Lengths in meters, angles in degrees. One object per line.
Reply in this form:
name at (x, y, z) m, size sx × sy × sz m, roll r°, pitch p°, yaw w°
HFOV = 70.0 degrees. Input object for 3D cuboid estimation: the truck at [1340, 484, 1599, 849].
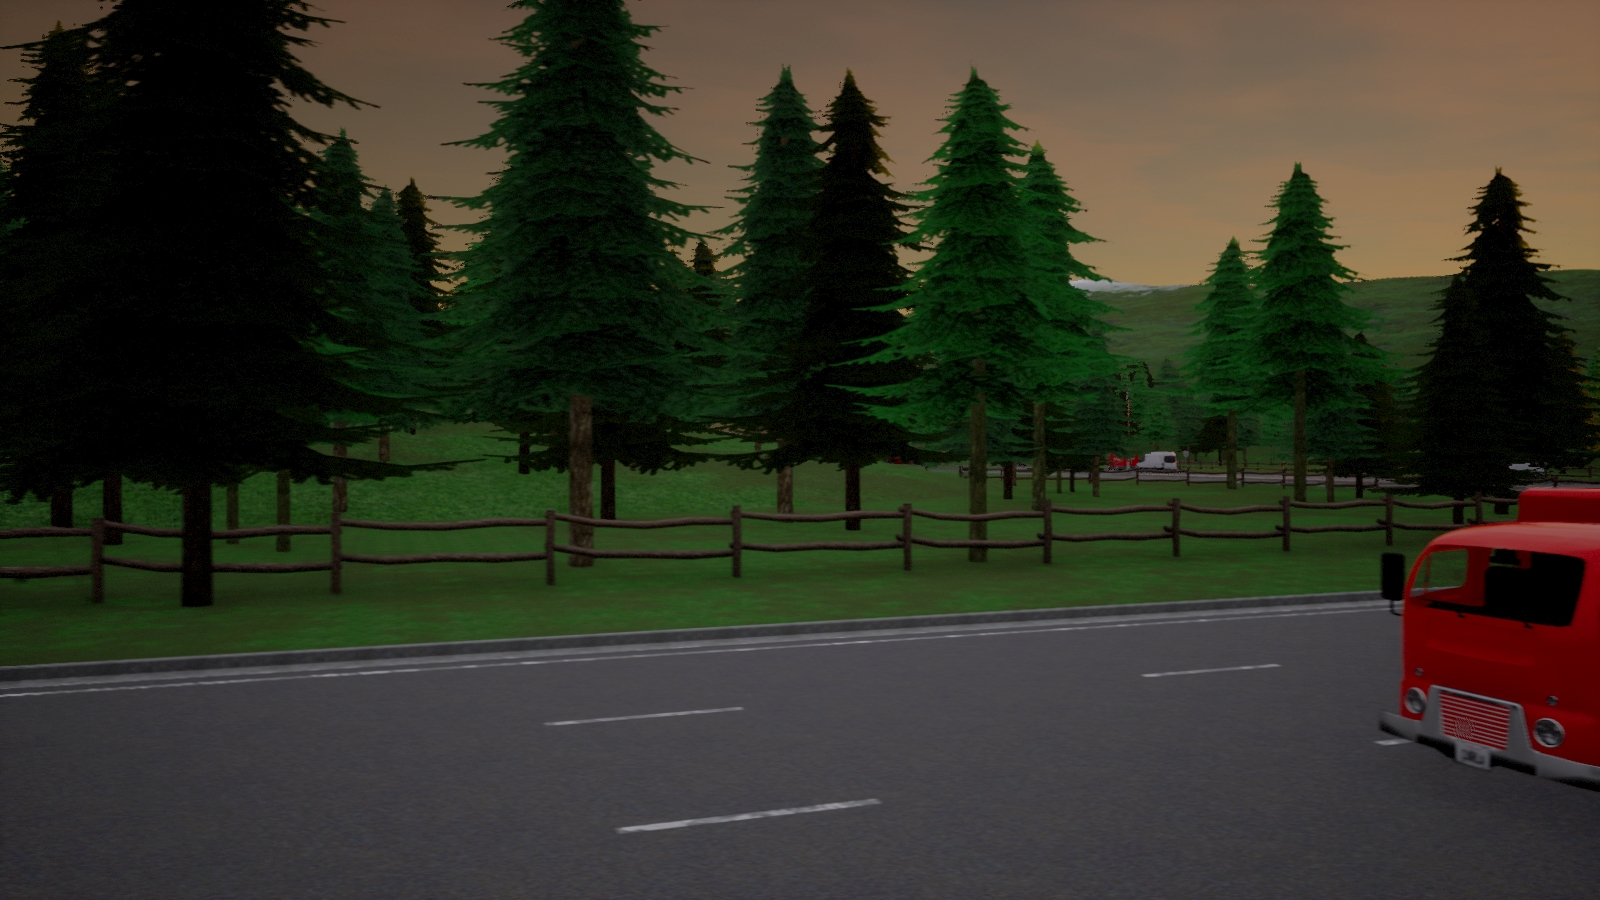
truck at (7.704, 1.568, 9.830) m, size 5.204 × 2.467 × 2.627 m, roll 0°, pitch 0°, yaw -20°
